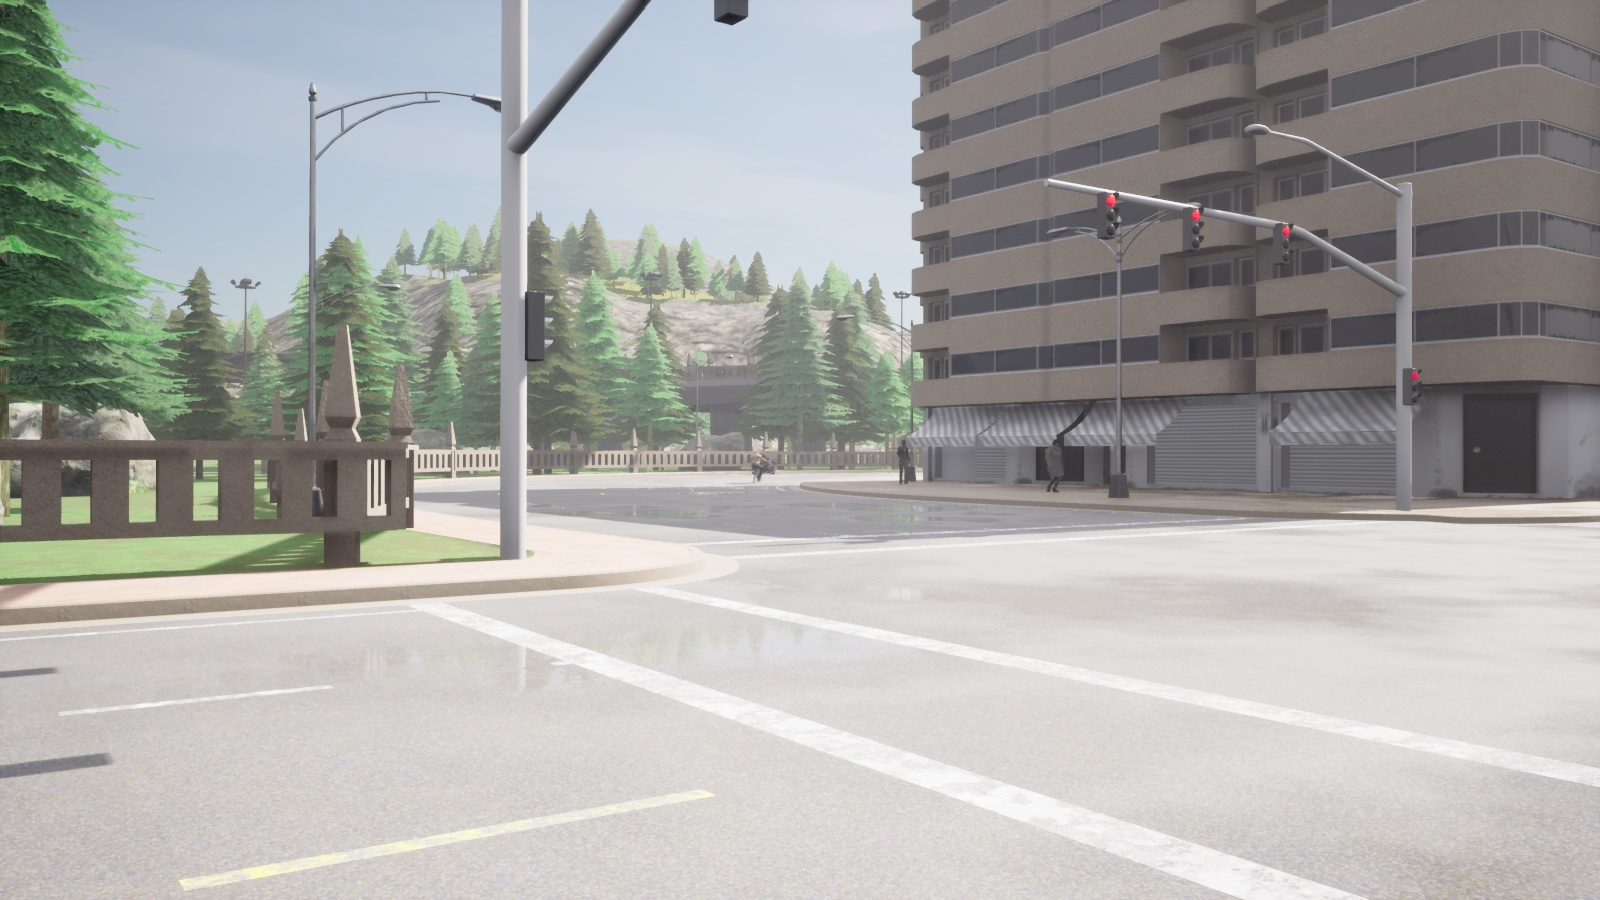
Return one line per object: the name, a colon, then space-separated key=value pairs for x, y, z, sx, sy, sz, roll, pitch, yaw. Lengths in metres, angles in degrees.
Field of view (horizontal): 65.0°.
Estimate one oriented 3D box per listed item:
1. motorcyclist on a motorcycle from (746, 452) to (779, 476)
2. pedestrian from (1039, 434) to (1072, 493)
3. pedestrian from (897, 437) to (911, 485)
motorcyclist on a motorcycle: x=-2.446 y=0.929 z=81.679 sx=0.866 sy=1.530 sz=2.191 roll=0 pitch=0 yaw=42
pedestrian: x=8.462 y=0.440 z=41.579 sx=0.659 sy=1.952 sz=0.873 roll=0 pitch=0 yaw=-29
pedestrian: x=4.228 y=0.458 z=51.060 sx=0.402 sy=1.930 sz=0.666 roll=0 pitch=0 yaw=-11
